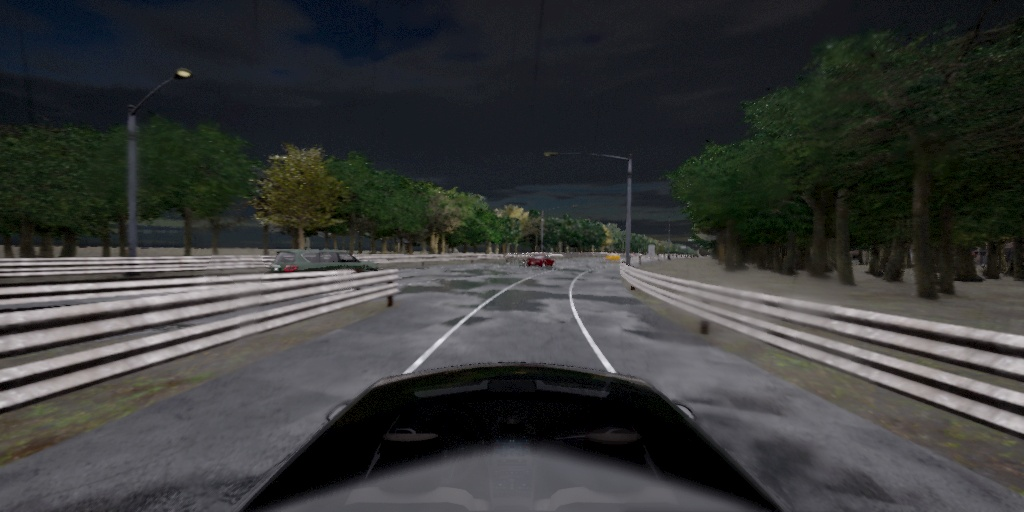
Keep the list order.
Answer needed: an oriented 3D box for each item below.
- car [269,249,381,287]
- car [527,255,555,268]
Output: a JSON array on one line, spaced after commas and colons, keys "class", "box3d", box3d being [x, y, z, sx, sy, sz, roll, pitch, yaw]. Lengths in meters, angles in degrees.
[{"class": "car", "box3d": [-9.546, 0.677, 18.812, 2.150, 2.045, 5.566, 1, 1, 29]}, {"class": "car", "box3d": [3.508, 0.596, 42.579, 1.882, 1.535, 5.008, 2, 1, 29]}]
